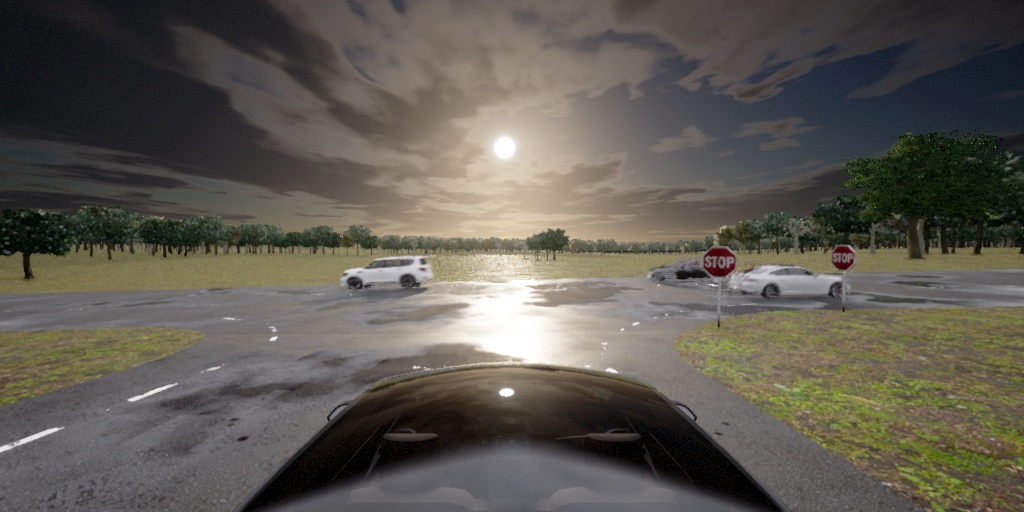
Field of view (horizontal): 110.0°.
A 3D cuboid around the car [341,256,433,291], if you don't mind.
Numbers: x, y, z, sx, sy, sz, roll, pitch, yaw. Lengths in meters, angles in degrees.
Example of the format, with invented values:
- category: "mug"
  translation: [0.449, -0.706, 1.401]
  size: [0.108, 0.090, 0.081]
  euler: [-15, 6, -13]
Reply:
- category: "car"
  translation: [-7.988, 1.090, 23.149]
  size: [5.566, 2.045, 2.150]
  euler: [-2, 1, 0]

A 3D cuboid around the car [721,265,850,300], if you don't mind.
- category: "car"
  translation: [12.375, 1.116, 16.182]
  size: [4.674, 1.442, 1.812]
  euler: [-1, 2, 0]

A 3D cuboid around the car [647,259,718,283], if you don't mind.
- category: "car"
  translation: [11.340, 0.945, 23.185]
  size: [4.902, 1.511, 2.128]
  euler: [-2, 2, 0]
